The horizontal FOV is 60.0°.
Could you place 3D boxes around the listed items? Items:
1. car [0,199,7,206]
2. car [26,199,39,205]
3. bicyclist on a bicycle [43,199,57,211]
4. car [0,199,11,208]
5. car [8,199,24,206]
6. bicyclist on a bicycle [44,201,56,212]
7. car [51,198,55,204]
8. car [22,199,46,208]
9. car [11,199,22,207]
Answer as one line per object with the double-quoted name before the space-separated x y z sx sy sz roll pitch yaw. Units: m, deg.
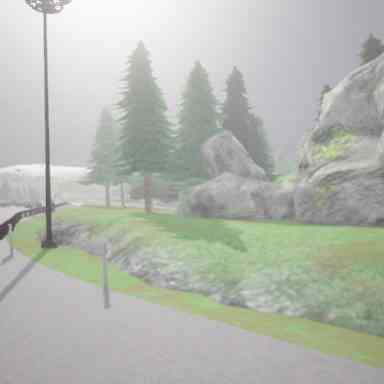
"car" -43.230 2.393 74.371 2.128 1.511 4.902 -1 0 -15
"car" -36.486 2.319 76.247 1.895 1.301 4.718 -1 0 -15
"bicyclist on a bicycle" -19.168 1.803 44.978 1.656 1.620 0.582 0 -2 6
"car" -37.105 2.303 65.244 2.128 1.511 4.902 -1 0 -15
"car" -39.855 2.321 75.295 2.128 1.511 4.902 -1 0 -15
"bicyclist on a bicycle" -18.904 1.797 44.021 1.656 1.620 0.582 0 0 -22
"car" -33.103 2.227 77.139 1.837 1.490 4.892 -1 0 -15
"car" -28.127 2.119 59.323 2.033 1.411 5.357 -1 0 -15
"car" -33.730 2.246 66.168 2.033 1.411 5.357 -1 0 -15
